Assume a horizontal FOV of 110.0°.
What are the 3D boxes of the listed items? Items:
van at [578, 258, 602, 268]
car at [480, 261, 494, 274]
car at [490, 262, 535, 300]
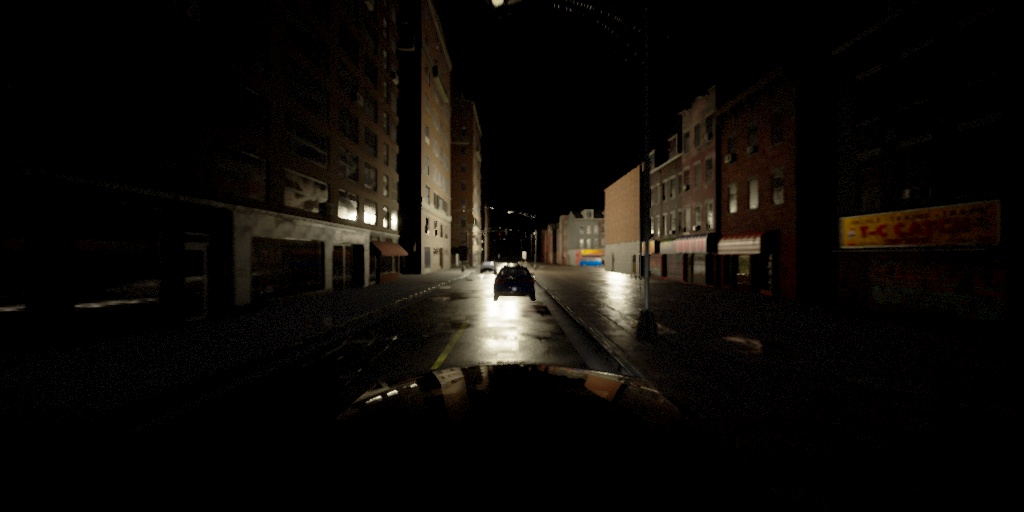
[{"bbox_3d":[13.747,1.153,63.135,3.998,1.789,1.690,0,0,0],"label":"van"},{"bbox_3d":[-2.746,1.347,42.827,2.033,1.411,5.357,0,0,0],"label":"car"},{"bbox_3d":[0.101,1.240,17.767,1.882,1.535,5.008,0,0,0],"label":"car"}]
